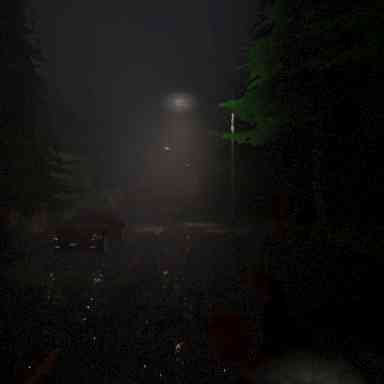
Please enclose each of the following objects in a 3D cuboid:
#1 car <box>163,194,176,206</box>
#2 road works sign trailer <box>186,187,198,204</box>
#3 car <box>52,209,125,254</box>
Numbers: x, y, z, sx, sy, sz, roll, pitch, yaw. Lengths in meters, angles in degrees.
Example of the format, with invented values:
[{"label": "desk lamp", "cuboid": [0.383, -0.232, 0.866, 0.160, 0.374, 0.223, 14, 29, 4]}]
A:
[{"label": "car", "cuboid": [-4.009, 1.420, 60.601, 2.150, 2.045, 5.566, 0, 0, 0]}, {"label": "road works sign trailer", "cuboid": [0.010, 0.710, 68.100, 2.380, 3.560, 2.880, 0, 0, 0]}, {"label": "car", "cuboid": [-4.100, 1.528, 13.933, 1.882, 1.535, 5.008, 0, 0, 0]}]
